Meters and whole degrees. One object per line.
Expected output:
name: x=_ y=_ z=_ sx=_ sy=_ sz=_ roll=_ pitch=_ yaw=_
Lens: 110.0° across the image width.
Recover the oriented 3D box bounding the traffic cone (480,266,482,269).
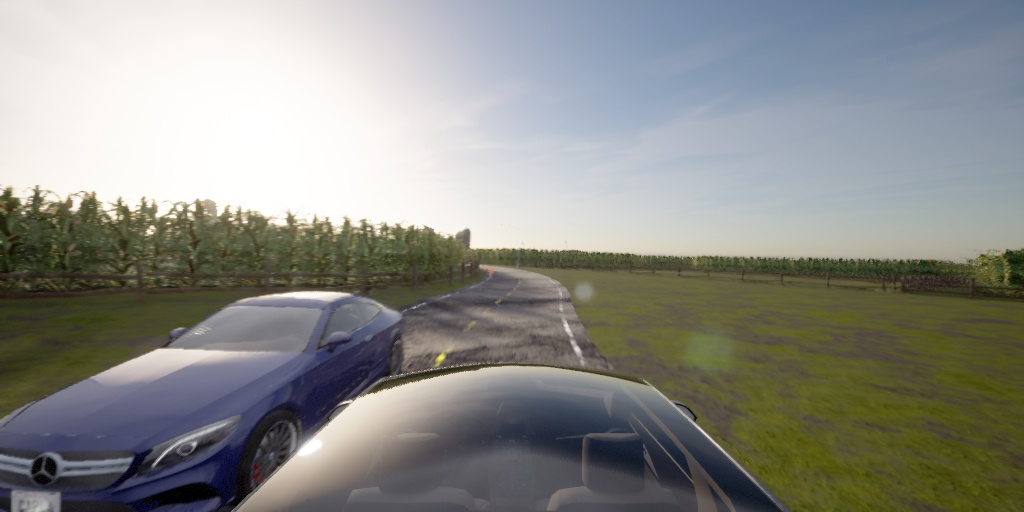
traffic cone: x=-4.916 y=1.689 z=56.925 sx=0.340 sy=0.580 sz=0.340 roll=0 pitch=0 yaw=-14

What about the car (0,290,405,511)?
car: x=-2.752 y=1.208 z=4.447 sx=1.812 sy=1.442 sz=4.674 roll=1 pitch=0 yaw=1

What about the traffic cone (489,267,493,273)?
traffic cone: x=-2.350 y=1.741 z=42.528 sx=0.340 sy=0.580 sz=0.340 roll=0 pitch=0 yaw=-6
